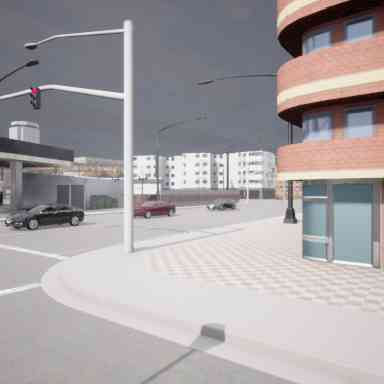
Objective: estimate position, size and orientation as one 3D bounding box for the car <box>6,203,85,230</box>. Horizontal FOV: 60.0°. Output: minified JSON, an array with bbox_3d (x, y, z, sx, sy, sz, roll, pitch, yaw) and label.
[{"bbox_3d":[-9.211,1.505,21.241,1.837,1.490,4.892,0,0,34],"label":"car"}]

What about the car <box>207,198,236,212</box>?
[{"bbox_3d":[3.578,1.492,39.833,2.128,1.511,4.902,0,0,35],"label":"car"}]

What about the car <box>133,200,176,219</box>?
[{"bbox_3d":[-3.473,1.478,29.622,1.882,1.535,5.008,0,0,35],"label":"car"}]
